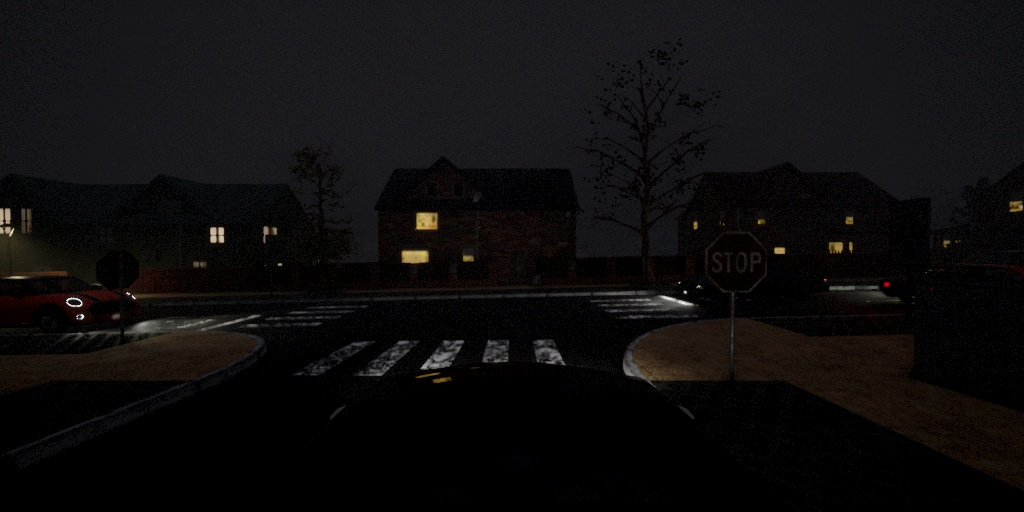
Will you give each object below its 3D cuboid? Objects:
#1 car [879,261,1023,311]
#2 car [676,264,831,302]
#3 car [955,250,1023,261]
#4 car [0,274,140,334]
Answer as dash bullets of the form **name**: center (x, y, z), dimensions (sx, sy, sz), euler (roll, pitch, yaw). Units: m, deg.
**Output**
- **car**: center (15.040, 0.967, 11.539), dimensions (4.718, 1.301, 1.895), euler (-1, 1, 0)
- **car**: center (9.572, 0.998, 14.409), dimensions (5.357, 1.411, 2.033), euler (-1, 1, -2)
- **car**: center (19.651, 0.563, 14.477), dimensions (4.553, 1.767, 2.097), euler (-1, 1, 0)
- **car**: center (-15.022, 1.427, 11.569), dimensions (4.553, 1.767, 2.097), euler (-1, 1, 0)
